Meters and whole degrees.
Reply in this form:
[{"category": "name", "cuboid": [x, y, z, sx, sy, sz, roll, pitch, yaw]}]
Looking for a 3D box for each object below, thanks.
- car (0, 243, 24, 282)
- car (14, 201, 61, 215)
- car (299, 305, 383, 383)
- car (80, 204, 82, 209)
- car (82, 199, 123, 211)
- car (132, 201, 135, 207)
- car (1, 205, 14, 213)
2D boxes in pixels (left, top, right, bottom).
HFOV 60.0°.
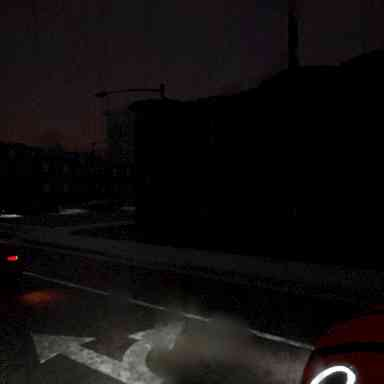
[{"category": "car", "cuboid": [-6.465, 1.590, 8.611, 5.357, 1.411, 2.033, 0, 0, 36]}, {"category": "car", "cuboid": [-16.275, 1.705, 35.710, 1.994, 1.385, 4.181, 0, 0, 36]}, {"category": "car", "cuboid": [2.949, 1.345, 1.893, 4.553, 1.767, 2.097, 0, 0, 35]}, {"category": "car", "cuboid": [-13.206, 1.681, 46.019, 1.812, 1.442, 4.674, 0, 0, 35]}, {"category": "car", "cuboid": [-11.219, 1.742, 42.799, 1.895, 1.301, 4.718, 0, 0, 36]}, {"category": "car", "cuboid": [-7.586, 1.507, 53.875, 2.097, 1.767, 4.553, 0, 0, 36]}, {"category": "car", "cuboid": [-18.794, 1.703, 38.215, 2.033, 1.411, 5.357, 0, 0, 35]}]
